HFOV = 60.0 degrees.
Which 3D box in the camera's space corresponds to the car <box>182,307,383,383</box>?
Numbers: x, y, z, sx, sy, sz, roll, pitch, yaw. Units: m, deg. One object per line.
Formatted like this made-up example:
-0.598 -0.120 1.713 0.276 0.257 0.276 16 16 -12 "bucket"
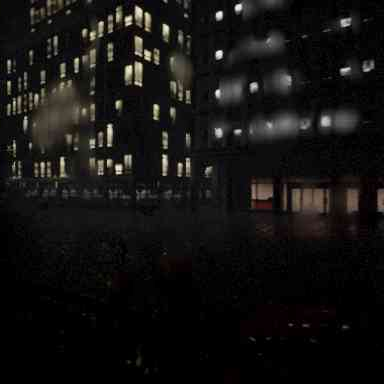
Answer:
2.150 1.316 1.333 5.009 1.841 2.192 0 0 36 "car"
